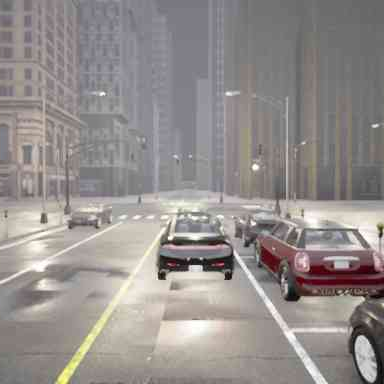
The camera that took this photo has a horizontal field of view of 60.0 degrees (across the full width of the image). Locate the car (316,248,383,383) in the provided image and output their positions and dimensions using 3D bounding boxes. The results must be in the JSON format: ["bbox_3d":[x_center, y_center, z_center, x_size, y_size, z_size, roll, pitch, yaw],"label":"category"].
[{"bbox_3d":[2.756,1.518,2.407,2.008,1.369,4.403,0,1,0],"label":"car"}]

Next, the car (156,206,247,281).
[{"bbox_3d":[0.077,1.370,9.470,2.128,1.511,4.902,0,1,0],"label":"car"}]

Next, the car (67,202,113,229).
[{"bbox_3d":[-5.805,1.301,19.310,2.008,1.369,4.403,0,1,0],"label":"car"}]

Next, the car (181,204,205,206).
[{"bbox_3d":[0.060,1.352,19.270,1.895,1.301,4.718,0,1,0],"label":"car"}]

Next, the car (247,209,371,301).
[{"bbox_3d":[2.744,1.335,8.047,1.967,1.590,4.097,0,1,0],"label":"car"}]

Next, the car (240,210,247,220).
[{"bbox_3d":[2.732,1.373,13.689,2.008,1.369,4.403,0,1,0],"label":"car"}]
